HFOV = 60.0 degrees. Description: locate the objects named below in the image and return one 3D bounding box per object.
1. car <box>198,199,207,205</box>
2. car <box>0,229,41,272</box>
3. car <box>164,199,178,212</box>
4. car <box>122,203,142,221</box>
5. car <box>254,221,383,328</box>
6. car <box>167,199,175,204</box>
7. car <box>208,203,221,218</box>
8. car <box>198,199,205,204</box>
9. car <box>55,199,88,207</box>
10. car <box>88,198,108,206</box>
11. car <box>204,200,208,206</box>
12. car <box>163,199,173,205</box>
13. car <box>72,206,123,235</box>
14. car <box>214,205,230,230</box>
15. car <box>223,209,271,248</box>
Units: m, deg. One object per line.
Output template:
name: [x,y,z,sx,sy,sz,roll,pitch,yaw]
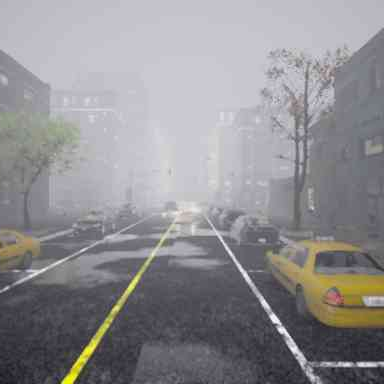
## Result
car: [2.850,2.349,78.465,1.967,1.590,4.097,0,-1,0]
car: [-5.747,1.627,8.846,1.752,1.417,4.829,1,-1,0]
car: [-2.978,2.020,47.778,1.882,1.535,5.008,0,-1,0]
car: [-5.795,1.791,30.900,1.967,1.590,4.097,0,-1,0]
car: [2.762,1.607,7.229,1.752,1.417,4.829,0,-1,0]
car: [-5.637,2.600,89.792,2.008,1.369,4.403,0,-1,0]
car: [2.844,1.945,31.994,1.802,1.307,4.206,0,-1,0]
car: [2.747,2.684,95.453,1.947,1.339,4.313,0,-1,0]
car: [-19.968,1.787,54.347,4.507,1.381,1.887,1,-2,0]
car: [-17.027,1.872,57.126,5.008,1.535,1.882,2,-1,0]
car: [2.848,2.011,40.996,1.887,1.381,4.507,0,-1,0]
car: [-5.733,2.470,79.690,1.887,1.381,4.507,0,-1,0]
car: [-5.795,1.779,20.080,2.008,1.369,4.403,0,-1,0]
car: [2.839,1.826,22.994,1.947,1.339,4.313,0,-1,0]
car: [2.807,1.725,15.449,2.008,1.369,4.403,0,-1,0]
